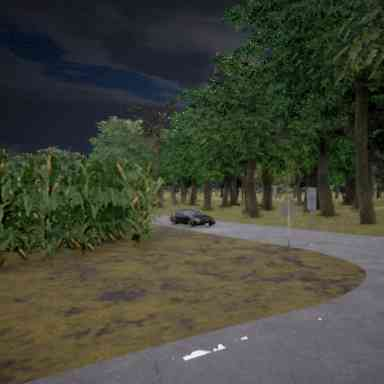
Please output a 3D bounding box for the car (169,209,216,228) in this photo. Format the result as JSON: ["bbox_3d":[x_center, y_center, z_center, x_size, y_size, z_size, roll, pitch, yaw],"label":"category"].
[{"bbox_3d":[-0.114,2.187,28.146,2.033,1.411,5.357,-1,-1,-29],"label":"car"}]
